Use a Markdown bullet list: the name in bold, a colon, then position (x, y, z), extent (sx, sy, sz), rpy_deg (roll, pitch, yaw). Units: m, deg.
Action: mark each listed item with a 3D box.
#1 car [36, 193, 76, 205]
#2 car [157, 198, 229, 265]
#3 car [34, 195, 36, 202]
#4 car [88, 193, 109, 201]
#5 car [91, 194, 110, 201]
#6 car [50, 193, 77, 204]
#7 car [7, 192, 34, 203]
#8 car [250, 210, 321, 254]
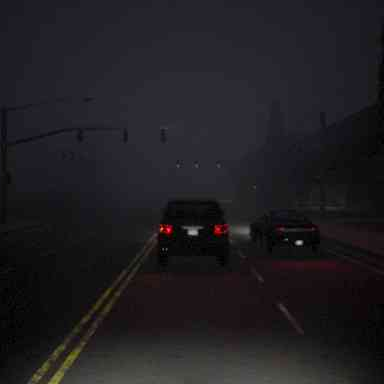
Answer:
- **car**: position (-21.473, 1.083, 52.613), extent (4.605, 1.855, 1.932), rpy_deg (0, 0, 0)
- **car**: position (0.050, 1.205, 11.813), extent (2.150, 2.045, 5.566), rpy_deg (0, 0, 0)
- **car**: position (-38.897, 1.260, 78.017), extent (3.905, 1.438, 1.784), rpy_deg (0, 0, 0)
- **car**: position (-21.442, 1.056, 75.131), extent (3.866, 1.878, 1.905), rpy_deg (0, 0, 0)
- **car**: position (-21.430, 1.292, 78.026), extent (3.806, 1.475, 1.970), rpy_deg (0, 0, 0)
- **car**: position (-21.417, 1.082, 55.507), extent (3.866, 1.878, 1.905), rpy_deg (0, 0, 0)
- **car**: position (-38.963, 1.053, 75.120), extent (4.605, 1.855, 1.932), rpy_deg (0, 0, 0)
- **car**: position (3.560, 1.472, 13.462), extent (2.128, 1.511, 4.902), rpy_deg (0, 0, 0)
